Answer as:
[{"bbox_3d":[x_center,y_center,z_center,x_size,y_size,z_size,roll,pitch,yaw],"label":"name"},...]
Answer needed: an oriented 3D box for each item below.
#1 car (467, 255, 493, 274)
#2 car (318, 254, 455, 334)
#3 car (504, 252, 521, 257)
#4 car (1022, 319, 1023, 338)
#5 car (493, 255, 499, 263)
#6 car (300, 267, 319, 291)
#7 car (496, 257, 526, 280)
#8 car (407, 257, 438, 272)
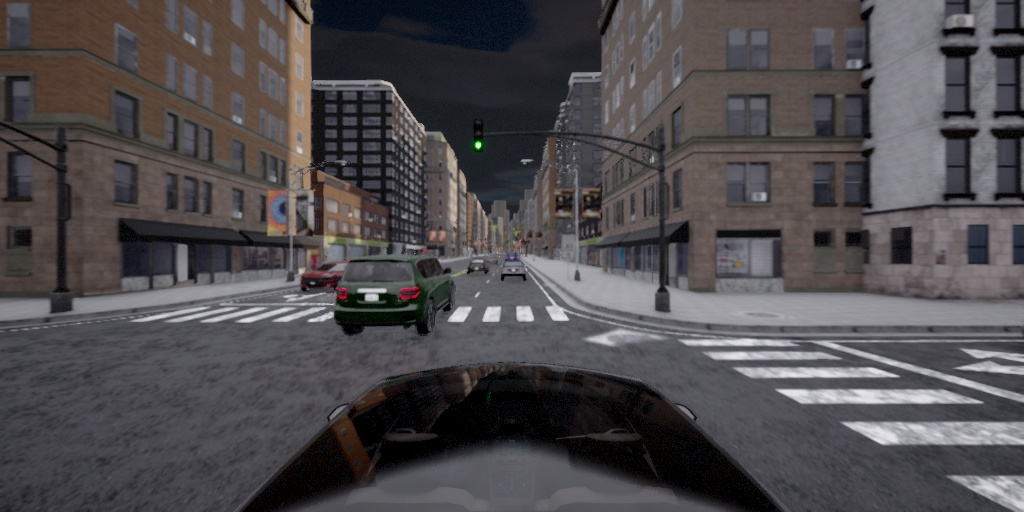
[{"bbox_3d":[-3.143,0.899,34.167,1.812,1.442,4.674,0,1,0],"label":"car"},{"bbox_3d":[-3.146,0.937,10.737,2.150,2.045,5.566,0,2,0],"label":"car"},{"bbox_3d":[0.025,0.381,51.300,2.150,2.045,5.566,0,1,0],"label":"car"},{"bbox_3d":[13.168,1.244,6.944,4.902,1.511,2.128,0,0,0],"label":"car"},{"bbox_3d":[-3.168,0.582,57.386,2.128,1.511,4.902,0,1,0],"label":"car"},{"bbox_3d":[-9.835,1.039,20.176,1.882,1.535,5.008,0,1,0],"label":"car"},{"bbox_3d":[0.111,0.993,27.153,2.033,1.411,5.357,0,1,0],"label":"car"},{"bbox_3d":[-9.741,0.880,39.515,2.033,1.411,5.357,0,1,0],"label":"car"}]
